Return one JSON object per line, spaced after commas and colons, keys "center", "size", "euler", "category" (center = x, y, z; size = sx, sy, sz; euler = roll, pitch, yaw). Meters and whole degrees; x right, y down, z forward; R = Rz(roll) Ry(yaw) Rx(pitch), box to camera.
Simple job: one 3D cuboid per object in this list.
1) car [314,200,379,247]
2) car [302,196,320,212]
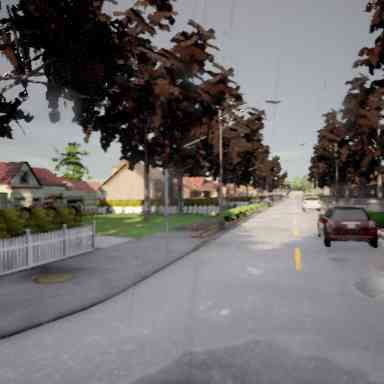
{"center": [7.192, 1.446, 15.744], "size": [2.097, 1.767, 4.553], "euler": [-1, -1, 17], "category": "car"}
{"center": [16.020, 1.553, 44.655], "size": [2.150, 2.045, 5.566], "euler": [-1, -1, 17], "category": "car"}
